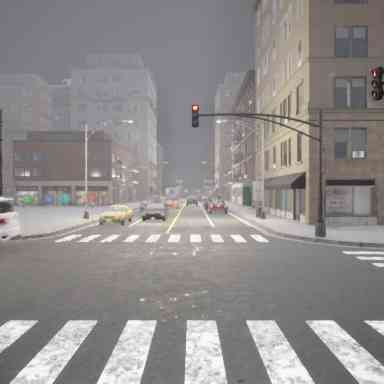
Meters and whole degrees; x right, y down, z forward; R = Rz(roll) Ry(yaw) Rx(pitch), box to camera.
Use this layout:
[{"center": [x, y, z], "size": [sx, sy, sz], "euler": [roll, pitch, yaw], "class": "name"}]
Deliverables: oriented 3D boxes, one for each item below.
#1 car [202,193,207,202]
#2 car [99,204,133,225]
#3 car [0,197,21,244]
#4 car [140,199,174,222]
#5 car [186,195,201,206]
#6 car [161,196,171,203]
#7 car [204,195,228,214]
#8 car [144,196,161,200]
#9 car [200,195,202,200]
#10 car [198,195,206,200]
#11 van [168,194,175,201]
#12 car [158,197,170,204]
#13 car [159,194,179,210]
[{"center": [2.672, 1.318, 41.050], "size": [2.192, 1.841, 5.009], "euler": [0, 0, 0], "class": "car"}, {"center": [-5.368, 1.526, 23.902], "size": [1.752, 1.417, 4.829], "euler": [0, 0, 0], "class": "car"}, {"center": [-9.368, 1.185, 12.171], "size": [5.566, 2.045, 2.150], "euler": [0, 1, -12], "class": "car"}, {"center": [-2.826, 1.548, 26.700], "size": [2.033, 1.411, 5.357], "euler": [0, 0, 0], "class": "car"}, {"center": [0.047, 1.509, 54.009], "size": [1.837, 1.490, 4.892], "euler": [0, 0, 0], "class": "car"}, {"center": [-5.328, 1.531, 69.197], "size": [1.752, 1.417, 4.829], "euler": [0, 0, 0], "class": "car"}, {"center": [2.667, 1.442, 35.388], "size": [1.967, 1.590, 4.097], "euler": [0, 0, 0], "class": "car"}, {"center": [-5.353, 1.553, 41.058], "size": [2.008, 1.369, 4.403], "euler": [0, 0, 0], "class": "car"}, {"center": [2.682, 1.529, 52.544], "size": [1.752, 1.417, 4.829], "euler": [0, 0, 0], "class": "car"}, {"center": [2.717, 1.577, 92.008], "size": [1.947, 1.339, 4.313], "euler": [0, 0, 0], "class": "car"}, {"center": [-5.313, 1.350, 86.353], "size": [1.690, 1.788, 3.998], "euler": [0, 0, 0], "class": "van"}, {"center": [-5.333, 1.587, 63.706], "size": [1.802, 1.307, 4.206], "euler": [0, 0, 0], "class": "car"}, {"center": [-2.805, 1.354, 43.363], "size": [2.097, 1.767, 4.553], "euler": [0, 0, 0], "class": "car"}]
